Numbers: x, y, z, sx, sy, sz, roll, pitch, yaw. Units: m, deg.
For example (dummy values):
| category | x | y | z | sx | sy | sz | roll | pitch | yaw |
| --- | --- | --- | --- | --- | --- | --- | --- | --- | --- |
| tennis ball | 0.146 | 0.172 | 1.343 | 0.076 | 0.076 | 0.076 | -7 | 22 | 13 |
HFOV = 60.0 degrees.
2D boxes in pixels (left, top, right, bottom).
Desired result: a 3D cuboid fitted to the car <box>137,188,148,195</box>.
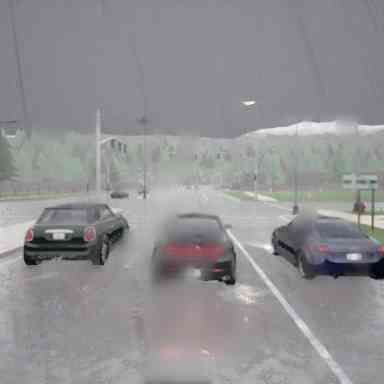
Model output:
| category | x | y | z | sx | sy | sz | roll | pitch | yaw |
| --- | --- | --- | --- | --- | --- | --- | --- | --- | --- |
| car | -10.698 | -0.155 | 72.211 | 1.837 | 1.490 | 4.892 | 0 | 1 | 1 |

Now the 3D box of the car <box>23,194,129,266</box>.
| category | x | y | z | sx | sy | sz | roll | pitch | yaw |
| --- | --- | --- | --- | --- | --- | --- | --- | --- | --- |
| car | -3.431 | 1.105 | 10.735 | 2.097 | 1.767 | 4.553 | 0 | 1 | 0 |

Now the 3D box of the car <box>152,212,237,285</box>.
| category | x | y | z | sx | sy | sz | roll | pitch | yaw |
| --- | --- | --- | --- | --- | --- | --- | --- | --- | --- |
| car | 0.060 | 1.298 | 8.865 | 1.837 | 1.490 | 4.892 | 0 | 1 | 0 |

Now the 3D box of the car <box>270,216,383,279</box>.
| category | x | y | z | sx | sy | sz | roll | pitch | yaw |
| --- | --- | --- | --- | --- | --- | --- | --- | --- | --- |
| car | 3.567 | 1.348 | 9.318 | 1.994 | 1.385 | 4.181 | 0 | 1 | 0 |

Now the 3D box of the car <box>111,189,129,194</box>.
| category | x | y | z | sx | sy | sz | roll | pitch | yaw |
| --- | --- | --- | --- | --- | --- | --- | --- | --- | --- |
| car | -11.029 | 0.452 | 50.710 | 1.895 | 1.301 | 4.718 | 0 | 1 | 1 |

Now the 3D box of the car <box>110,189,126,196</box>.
| category | x | y | z | sx | sy | sz | roll | pitch | yaw |
| --- | --- | --- | --- | --- | --- | --- | --- | --- | --- |
| car | -14.326 | 0.120 | 64.751 | 1.895 | 1.301 | 4.718 | 0 | 1 | 1 |
